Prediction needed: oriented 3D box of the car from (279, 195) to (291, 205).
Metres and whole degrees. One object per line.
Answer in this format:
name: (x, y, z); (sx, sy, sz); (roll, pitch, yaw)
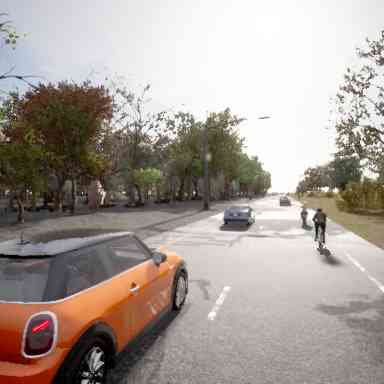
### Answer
car: (16.112, 1.559, 57.583); (2.033, 1.411, 5.357); (0, 0, 15)

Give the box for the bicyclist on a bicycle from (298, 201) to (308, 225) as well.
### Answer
bicyclist on a bicycle: (7.660, 1.440, 22.688); (0.866, 1.612, 1.509); (0, 0, 15)

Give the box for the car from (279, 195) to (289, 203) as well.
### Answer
car: (19.778, 1.517, 71.611); (1.837, 1.490, 4.892); (0, 0, 15)

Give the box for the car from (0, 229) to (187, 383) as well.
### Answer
car: (-1.580, 1.353, 5.197); (2.097, 1.767, 4.553); (0, 0, 15)

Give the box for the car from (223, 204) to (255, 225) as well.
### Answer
car: (3.476, 1.551, 24.042); (2.033, 1.411, 5.357); (0, 0, 15)

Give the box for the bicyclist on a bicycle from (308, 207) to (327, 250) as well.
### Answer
bicyclist on a bicycle: (5.117, 1.455, 13.288); (0.582, 1.620, 1.656); (0, 0, 15)
